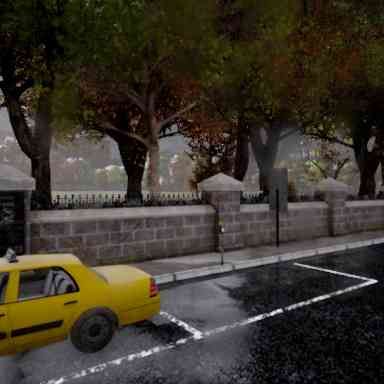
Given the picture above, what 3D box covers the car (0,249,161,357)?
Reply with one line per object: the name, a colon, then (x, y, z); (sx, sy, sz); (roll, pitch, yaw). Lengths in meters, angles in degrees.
car: (-2.782, 1.525, 4.574); (4.829, 1.417, 1.752); (0, 0, -35)
